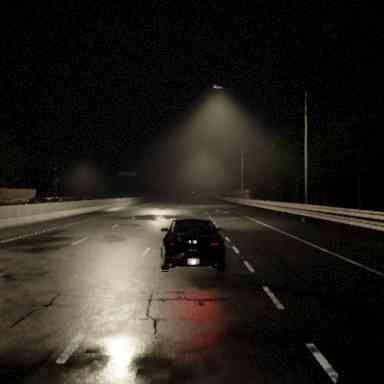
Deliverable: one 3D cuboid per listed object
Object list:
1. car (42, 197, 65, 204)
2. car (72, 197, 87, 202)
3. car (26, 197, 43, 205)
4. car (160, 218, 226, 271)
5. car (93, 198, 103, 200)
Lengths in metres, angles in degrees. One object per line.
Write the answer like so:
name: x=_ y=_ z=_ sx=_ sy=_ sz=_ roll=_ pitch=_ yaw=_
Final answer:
car: x=-24.686 y=1.777 z=60.542 sx=2.128 sy=1.511 sz=4.902 roll=0 pitch=0 yaw=0
car: x=-21.182 y=1.792 z=62.659 sx=1.837 sy=1.490 sz=4.892 roll=0 pitch=0 yaw=0
car: x=-28.180 y=1.632 z=60.558 sx=2.097 sy=1.767 sz=4.553 roll=0 pitch=0 yaw=0
car: x=0.013 y=1.614 z=11.051 sx=1.837 sy=1.490 sz=4.892 roll=0 pitch=-1 yaw=-1
car: x=-17.688 y=1.854 z=62.839 sx=1.994 sy=1.385 sz=4.181 roll=0 pitch=0 yaw=0
